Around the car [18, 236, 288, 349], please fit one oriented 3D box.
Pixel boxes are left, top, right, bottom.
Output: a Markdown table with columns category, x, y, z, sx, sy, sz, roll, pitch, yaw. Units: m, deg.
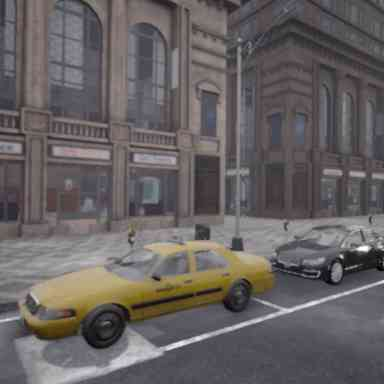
| category | x | y | z | sx | sy | sz | roll | pitch | yaw |
| --- | --- | --- | --- | --- | --- | --- | --- | --- | --- |
| car | -0.518 | 1.554 | 6.271 | 4.829 | 1.417 | 1.752 | 1 | 0 | -35 |

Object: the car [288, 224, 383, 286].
| category | x | y | z | sx | sy | sz | roll | pitch | yaw |
| --- | --- | --- | --- | --- | --- | --- | --- | --- | --- |
| car | 4.183 | 1.632 | 9.616 | 4.403 | 1.369 | 2.008 | 1 | 0 | -35 |
